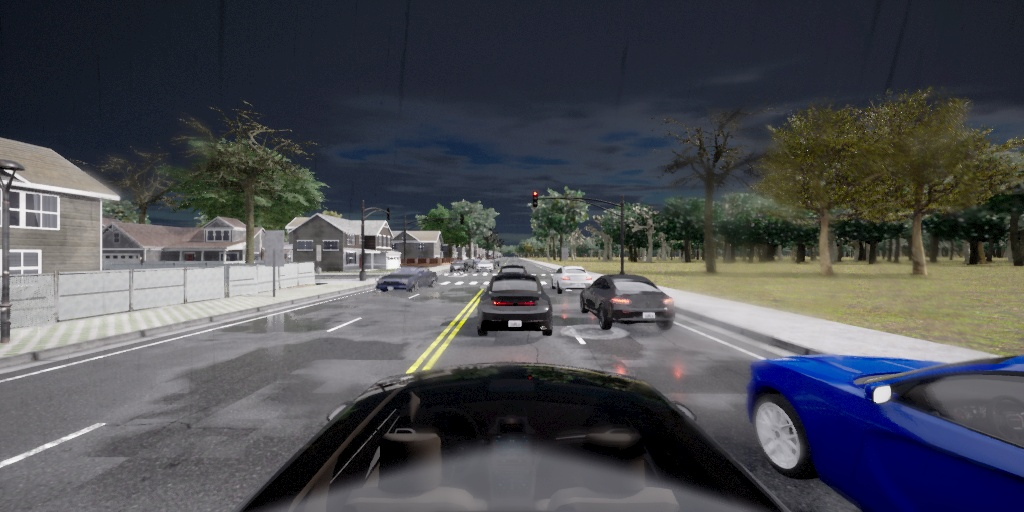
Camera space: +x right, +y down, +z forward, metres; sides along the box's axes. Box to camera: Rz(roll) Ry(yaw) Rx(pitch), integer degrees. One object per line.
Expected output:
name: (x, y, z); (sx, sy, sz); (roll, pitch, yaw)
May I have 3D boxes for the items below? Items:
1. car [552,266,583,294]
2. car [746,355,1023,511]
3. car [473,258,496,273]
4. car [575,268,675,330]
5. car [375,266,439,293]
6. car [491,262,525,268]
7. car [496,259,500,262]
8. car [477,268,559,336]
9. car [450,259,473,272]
car: (3.313, 1.276, 20.114); (1.812, 1.442, 4.674); (0, 0, 0)
car: (3.350, 1.228, 1.695); (1.882, 1.535, 5.008); (0, 0, 0)
car: (-3.339, 1.268, 44.642); (1.812, 1.442, 4.674); (0, 0, 0)
car: (3.334, 1.276, 11.009); (1.812, 1.442, 4.674); (0, 0, 0)
car: (-5.954, 1.297, 21.211); (2.033, 1.411, 5.357); (0, 0, 7)
car: (0.060, 1.255, 19.786); (1.837, 1.490, 4.892); (0, 0, 0)
car: (-3.328, 1.238, 55.002); (1.837, 1.490, 4.892); (0, 0, 1)
car: (0.084, 1.255, 10.370); (1.837, 1.490, 4.892); (0, 0, 0)
car: (-6.587, 1.233, 45.091); (2.128, 1.511, 4.902); (0, 0, 0)
